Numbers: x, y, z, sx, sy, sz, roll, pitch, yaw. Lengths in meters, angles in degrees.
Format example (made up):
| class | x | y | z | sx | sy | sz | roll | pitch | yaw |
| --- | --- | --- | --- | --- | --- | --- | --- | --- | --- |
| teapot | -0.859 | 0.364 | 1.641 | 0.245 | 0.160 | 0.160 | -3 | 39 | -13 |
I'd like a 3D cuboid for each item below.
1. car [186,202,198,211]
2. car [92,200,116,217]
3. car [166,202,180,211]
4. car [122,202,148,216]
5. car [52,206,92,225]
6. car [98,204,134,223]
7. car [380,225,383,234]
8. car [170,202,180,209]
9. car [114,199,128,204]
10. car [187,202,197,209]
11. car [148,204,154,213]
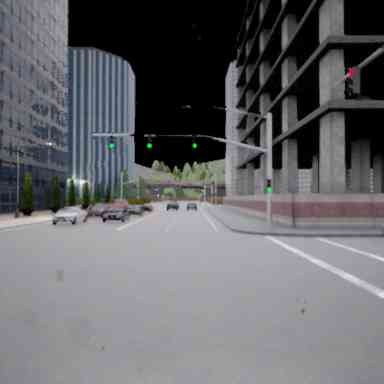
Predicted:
| class | x | y | z | sx | sy | sz | roll | pitch | yaw |
| --- | --- | --- | --- | --- | --- | --- | --- | --- | --- |
| car | -0.037 | 2.532 | 59.411 | 2.128 | 1.511 | 4.902 | 0 | -1 | 0 |
| car | -10.623 | 2.025 | 38.215 | 2.097 | 1.767 | 4.553 | 0 | -1 | 0 |
| car | -3.537 | 2.545 | 59.410 | 1.837 | 1.490 | 4.892 | 0 | -1 | 0 |
| car | -7.125 | 2.294 | 41.507 | 1.994 | 1.385 | 4.181 | 0 | -1 | 0 |
| car | -10.617 | 2.044 | 29.280 | 1.812 | 1.442 | 4.674 | 0 | -1 | 0 |
| car | -7.119 | 2.122 | 31.600 | 1.994 | 1.385 | 4.181 | 0 | -1 | 0 |
| car | 11.869 | 1.837 | 16.100 | 4.718 | 1.301 | 1.895 | 0 | -1 | 0 |
| car | -3.542 | 2.710 | 68.482 | 1.812 | 1.442 | 4.674 | 0 | -1 | 0 |
| car | -10.626 | 2.074 | 48.631 | 2.150 | 2.045 | 5.566 | 0 | -1 | 0 |
| car | -0.042 | 2.787 | 68.513 | 1.895 | 1.301 | 4.718 | 0 | -1 | 0 |
| car | -7.115 | 2.505 | 51.545 | 1.895 | 1.301 | 4.718 | 0 | -1 | 0 |
